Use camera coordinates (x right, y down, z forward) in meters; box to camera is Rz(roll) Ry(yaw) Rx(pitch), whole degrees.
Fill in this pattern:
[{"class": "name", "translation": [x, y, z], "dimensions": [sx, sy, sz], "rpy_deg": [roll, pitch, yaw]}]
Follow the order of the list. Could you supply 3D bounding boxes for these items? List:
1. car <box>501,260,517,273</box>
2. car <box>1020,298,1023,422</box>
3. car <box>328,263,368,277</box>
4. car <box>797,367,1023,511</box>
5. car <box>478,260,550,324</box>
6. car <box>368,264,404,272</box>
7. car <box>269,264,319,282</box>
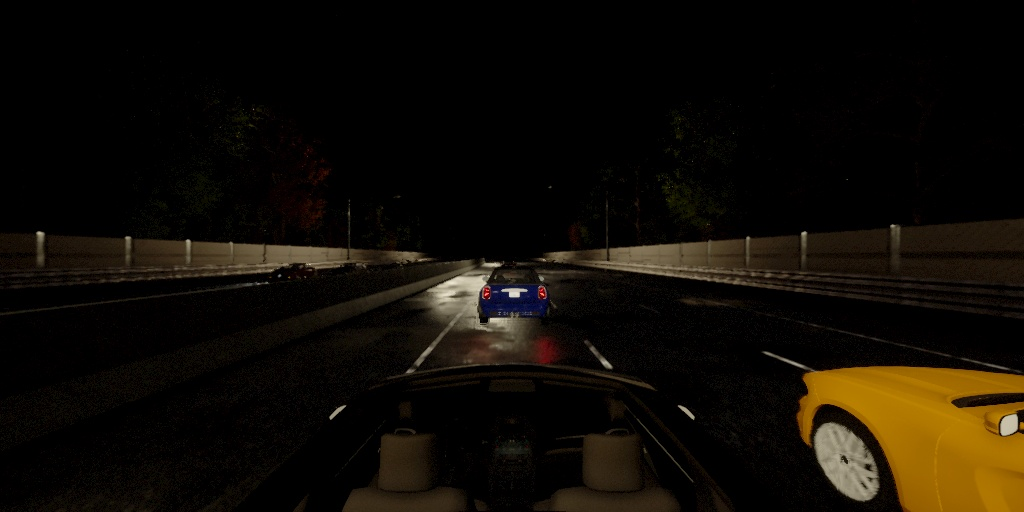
[{"class": "car", "translation": [-0.428, 1.270, 44.224], "dimensions": [1.837, 1.490, 4.892], "rpy_deg": [0, 0, -1]}, {"class": "car", "translation": [7.092, 1.253, 1.907], "dimensions": [1.837, 1.490, 4.892], "rpy_deg": [0, 0, 0]}, {"class": "car", "translation": [-14.267, 1.311, 31.940], "dimensions": [2.033, 1.411, 5.357], "rpy_deg": [0, 0, -1]}, {"class": "car", "translation": [3.592, 1.227, 1.275], "dimensions": [1.882, 1.535, 5.008], "rpy_deg": [0, 0, 0]}, {"class": "car", "translation": [0.055, 1.106, 12.191], "dimensions": [2.097, 1.767, 4.553], "rpy_deg": [0, 0, 0]}, {"class": "car", "translation": [-10.767, 1.416, 31.970], "dimensions": [1.895, 1.301, 4.718], "rpy_deg": [0, 0, -1]}, {"class": "car", "translation": [-17.754, 1.324, 29.379], "dimensions": [1.994, 1.385, 4.181], "rpy_deg": [0, 0, 0]}]
